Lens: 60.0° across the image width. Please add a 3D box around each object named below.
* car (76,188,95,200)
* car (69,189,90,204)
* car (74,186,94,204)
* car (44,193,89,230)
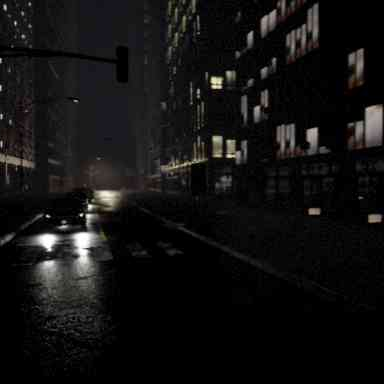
[{"bbox_3d":[-14.432,0.188,45.410,2.033,1.411,5.357,-1,2,-14],"label":"car"},{"bbox_3d":[-9.047,0.751,25.710,1.812,1.442,4.674,-1,2,-17],"label":"car"},{"bbox_3d":[-11.764,0.298,35.194,2.097,1.767,4.553,-1,2,-15],"label":"car"},{"bbox_3d":[-6.413,1.001,17.105,1.812,1.442,4.674,-1,2,-17],"label":"car"}]
